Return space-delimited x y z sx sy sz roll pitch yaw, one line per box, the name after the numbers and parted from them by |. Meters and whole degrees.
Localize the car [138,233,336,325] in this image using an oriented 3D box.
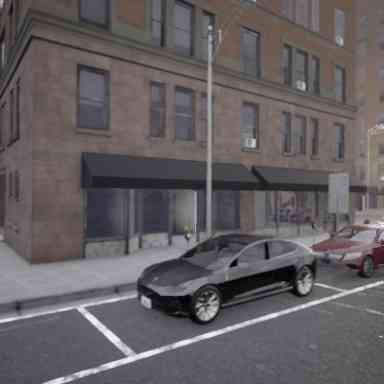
0.953 1.621 7.228 4.313 1.339 1.947 1 -1 -36 | car

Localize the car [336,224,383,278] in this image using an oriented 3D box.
5.422 1.699 10.436 4.206 1.307 1.802 1 -1 -36 | car
